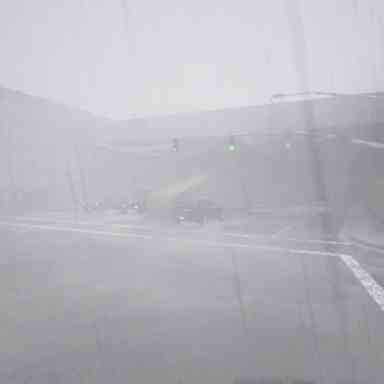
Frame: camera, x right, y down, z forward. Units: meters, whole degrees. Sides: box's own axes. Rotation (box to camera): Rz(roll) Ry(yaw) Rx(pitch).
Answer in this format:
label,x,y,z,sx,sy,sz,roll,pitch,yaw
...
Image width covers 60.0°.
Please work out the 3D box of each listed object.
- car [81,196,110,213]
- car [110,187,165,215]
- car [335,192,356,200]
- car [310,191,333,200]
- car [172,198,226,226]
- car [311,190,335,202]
label,x,y,z,sx,sy,sz,roll,pitch,yaw
car,-7.192,0.984,28.457,1.895,1.301,4.718,1,1,27
car,-3.826,0.651,27.362,2.150,2.045,5.566,1,1,27
car,26.119,0.644,56.962,4.674,1.442,1.812,0,1,-38
car,22.966,0.623,58.878,4.181,1.385,1.994,0,1,-38
car,0.534,1.105,19.944,1.837,1.490,4.892,1,1,26
car,19.389,0.553,49.623,2.097,1.767,4.553,1,1,34
